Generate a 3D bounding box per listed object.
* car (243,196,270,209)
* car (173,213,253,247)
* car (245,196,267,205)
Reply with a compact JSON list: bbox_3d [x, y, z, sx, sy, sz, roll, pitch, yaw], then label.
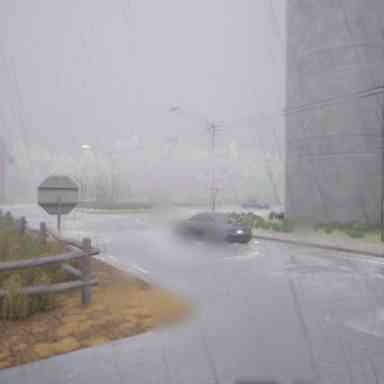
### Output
[{"bbox_3d":[10.136,1.857,52.184,2.242,1.667,4.611,1,0,-36],"label":"car"},{"bbox_3d":[0.868,1.660,15.726,1.994,1.385,4.181,1,0,-36],"label":"car"},{"bbox_3d":[13.645,1.822,71.154,1.932,1.855,4.605,1,0,-36],"label":"car"}]
